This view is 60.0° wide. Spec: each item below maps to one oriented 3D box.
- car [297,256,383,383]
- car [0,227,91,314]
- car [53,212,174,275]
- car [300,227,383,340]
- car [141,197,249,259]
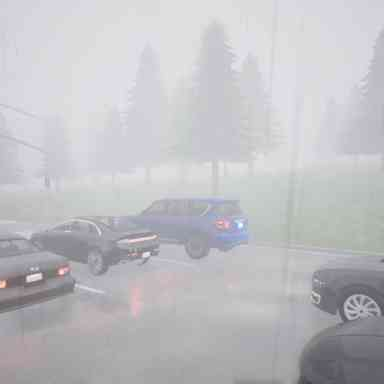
[{"bbox_3d":[3.122,1.478,1.764,5.008,1.535,1.882,0,0,35],"label":"car"},{"bbox_3d":[-4.807,1.547,7.285,5.357,1.411,2.033,0,0,36],"label":"car"},{"bbox_3d":[-3.211,1.492,10.451,4.902,1.511,2.128,0,0,36],"label":"car"},{"bbox_3d":[4.409,1.505,5.146,4.892,1.490,1.837,0,0,35],"label":"car"},{"bbox_3d":[-0.540,1.221,12.837,5.566,2.045,2.150,0,0,35],"label":"car"}]
